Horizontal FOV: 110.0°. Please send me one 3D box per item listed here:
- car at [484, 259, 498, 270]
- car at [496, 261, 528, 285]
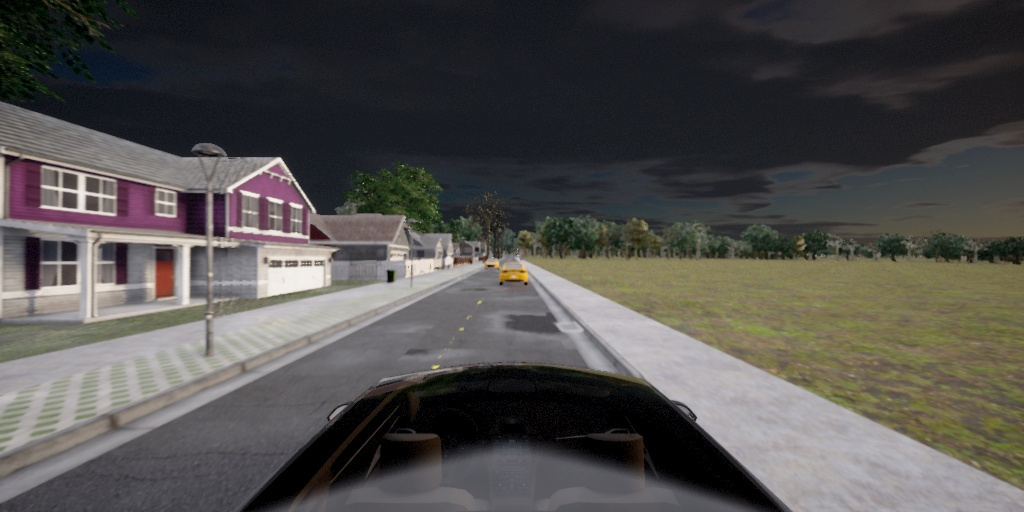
[{"bbox_3d":[-2.802,1.108,50.310,1.882,1.535,5.008,0,0,0],"label":"car"},{"bbox_3d":[0.108,1.174,25.383,1.882,1.535,5.008,0,0,0],"label":"car"}]
